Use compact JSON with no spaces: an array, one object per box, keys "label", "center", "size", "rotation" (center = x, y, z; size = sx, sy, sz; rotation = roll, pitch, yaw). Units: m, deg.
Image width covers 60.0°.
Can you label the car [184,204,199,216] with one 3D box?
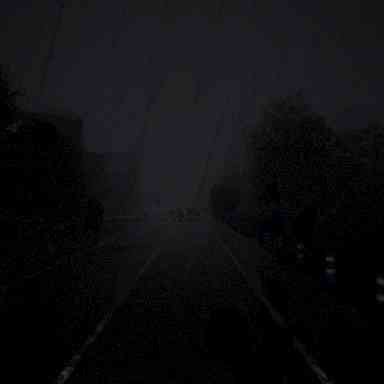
[{"label":"car","center":[0.182,3.213,56.800],"size":[2.097,1.767,4.553],"rotation":[0,-2,0]}]

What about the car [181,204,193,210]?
[{"label":"car","center":[-1.427,4.202,93.242],"size":[1.882,1.535,5.008],"rotation":[-1,0,-16]}]

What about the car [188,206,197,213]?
[{"label":"car","center":[0.063,4.116,78.180],"size":[1.994,1.385,4.181],"rotation":[0,-1,-3]}]

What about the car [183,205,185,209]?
[{"label":"car","center":[-3.150,3.990,76.038],"size":[1.882,1.535,5.008],"rotation":[0,-2,0]}]

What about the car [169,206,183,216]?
[{"label":"car","center":[-3.192,3.519,60.643],"size":[1.812,1.442,4.674],"rotation":[0,-2,1]}]
